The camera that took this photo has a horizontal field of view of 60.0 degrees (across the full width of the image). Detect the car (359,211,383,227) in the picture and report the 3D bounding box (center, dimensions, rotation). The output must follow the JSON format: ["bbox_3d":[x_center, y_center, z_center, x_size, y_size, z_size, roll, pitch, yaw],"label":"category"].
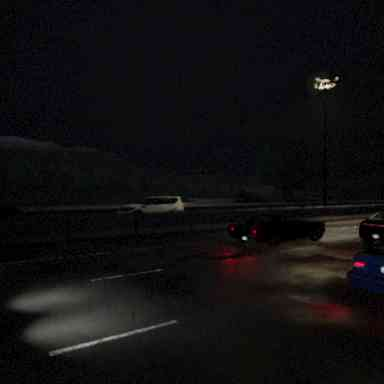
[{"bbox_3d":[9.258,1.554,14.584,4.902,1.511,2.128,0,0,-35],"label":"car"}]

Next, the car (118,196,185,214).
[{"bbox_3d":[-3.219,1.351,27.315,5.566,2.045,2.150,0,0,-35],"label":"car"}]

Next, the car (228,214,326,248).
[{"bbox_3d":[4.004,1.647,15.154,4.718,1.301,1.895,0,0,-35],"label":"car"}]

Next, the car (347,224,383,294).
[{"bbox_3d":[5.857,1.584,7.890,5.357,1.411,2.033,0,0,-35],"label":"car"}]

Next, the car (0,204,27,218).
[{"bbox_3d":[-14.204,1.570,23.927,4.181,1.385,1.994,0,0,-35],"label":"car"}]
